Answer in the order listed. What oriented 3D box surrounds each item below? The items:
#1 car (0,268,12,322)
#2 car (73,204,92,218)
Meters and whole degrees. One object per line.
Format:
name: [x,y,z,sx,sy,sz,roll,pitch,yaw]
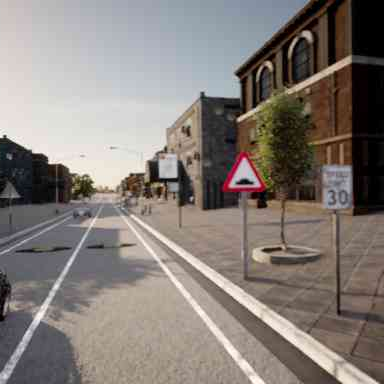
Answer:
car: [-4.031,1.691,4.611,1.994,1.385,4.181,-1,-1,-14]
car: [-12.659,2.196,38.596,2.128,1.511,4.902,-1,-1,-14]
